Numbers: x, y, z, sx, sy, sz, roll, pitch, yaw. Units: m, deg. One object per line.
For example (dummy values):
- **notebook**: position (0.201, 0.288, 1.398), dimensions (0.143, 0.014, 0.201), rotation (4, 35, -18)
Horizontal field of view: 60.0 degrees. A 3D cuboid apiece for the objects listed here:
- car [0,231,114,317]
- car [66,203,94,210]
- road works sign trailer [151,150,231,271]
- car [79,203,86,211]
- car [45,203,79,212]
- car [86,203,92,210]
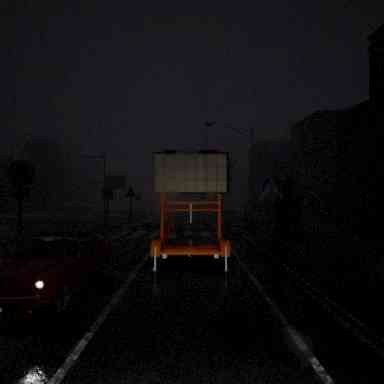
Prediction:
- **car**: position (-3.252, 1.639, 7.655), dimensions (1.895, 1.301, 4.718), rotation (0, -1, 0)
- **car**: position (-21.863, 2.849, 65.013), dimensions (4.674, 1.452, 2.002), rotation (0, -1, 0)
- **road works sign trailer**: position (-0.037, 0.455, 10.748), dimensions (2.380, 3.560, 2.880), rotation (0, -1, 0)
- **car**: position (-21.877, 2.650, 58.594), dimensions (4.892, 1.521, 2.231), rotation (0, -1, 0)
- **car**: position (-21.889, 2.608, 55.318), dimensions (4.674, 1.452, 2.002), rotation (0, -1, 0)
- **car**: position (-21.880, 2.731, 61.866), dimensions (5.008, 1.535, 2.097), rotation (0, -1, 0)
